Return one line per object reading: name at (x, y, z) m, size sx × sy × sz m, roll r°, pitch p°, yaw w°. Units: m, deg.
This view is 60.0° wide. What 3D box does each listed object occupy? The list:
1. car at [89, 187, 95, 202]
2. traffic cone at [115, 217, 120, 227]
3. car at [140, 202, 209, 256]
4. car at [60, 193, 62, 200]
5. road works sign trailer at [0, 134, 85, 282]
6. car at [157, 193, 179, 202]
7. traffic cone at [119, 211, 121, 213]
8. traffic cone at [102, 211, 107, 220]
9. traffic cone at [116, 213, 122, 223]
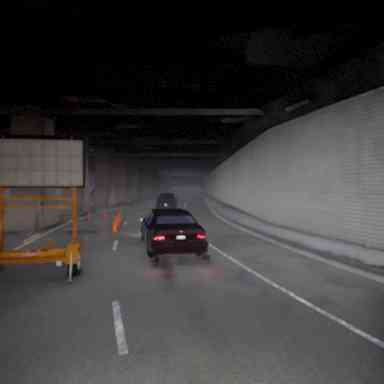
car at (-13.041, 0.298, 47.011) m, size 2.150 × 2.045 × 5.566 m, roll 0°, pitch 1°, yaw 1°
traffic cone at (-3.782, 1.636, 16.148) m, size 0.340 × 0.580 × 0.340 m, roll 0°, pitch 1°, yaw -10°
car at (-0.822, 1.309, 12.030) m, size 2.033 × 1.411 × 5.357 m, roll 0°, pitch 1°, yaw -11°
car at (-16.544, 0.300, 46.778) m, size 2.150 × 2.045 × 5.566 m, roll 0°, pitch 1°, yaw 1°
road works sign trailer at (-4.080, 0.286, 8.970) m, size 2.380 × 3.560 × 2.880 m, roll 0°, pitch 1°, yaw -10°
car at (-2.416, 0.860, 32.790) m, size 1.837 × 1.490 × 4.892 m, roll 0°, pitch 1°, yaw 0°
traffic cone at (-4.450, 1.559, 20.091) m, size 0.340 × 0.580 × 0.340 m, roll 0°, pitch 1°, yaw -10°
traffic cone at (-5.770, 1.524, 21.895) m, size 0.340 × 0.580 × 0.340 m, roll 0°, pitch 1°, yaw -10°
traffic cone at (-4.116, 1.598, 18.119) m, size 0.340 × 0.580 × 0.340 m, roll 0°, pitch 1°, yaw -10°
